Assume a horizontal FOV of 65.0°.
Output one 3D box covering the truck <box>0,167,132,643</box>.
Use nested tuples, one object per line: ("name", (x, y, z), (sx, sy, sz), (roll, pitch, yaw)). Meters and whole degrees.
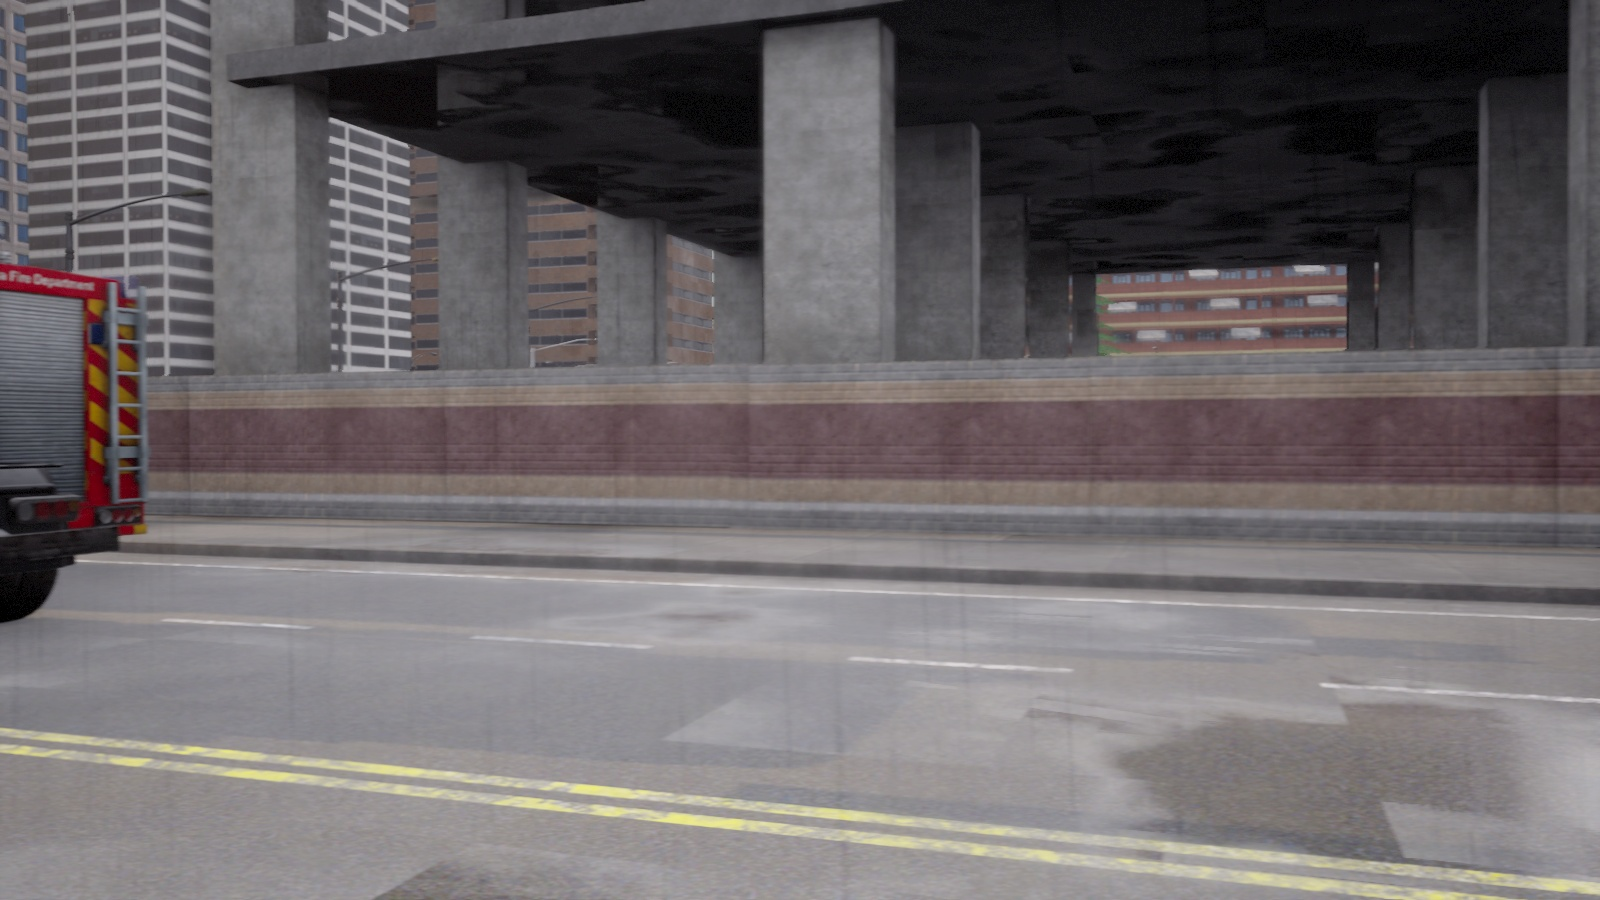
("truck", (-9.676, -0.354, 10.126), (7.936, 3.462, 2.891), (1, 1, 19))

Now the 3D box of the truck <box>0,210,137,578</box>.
("truck", (-12.239, -0.619, 14.674), (8.468, 3.827, 2.891), (1, 1, 19))
